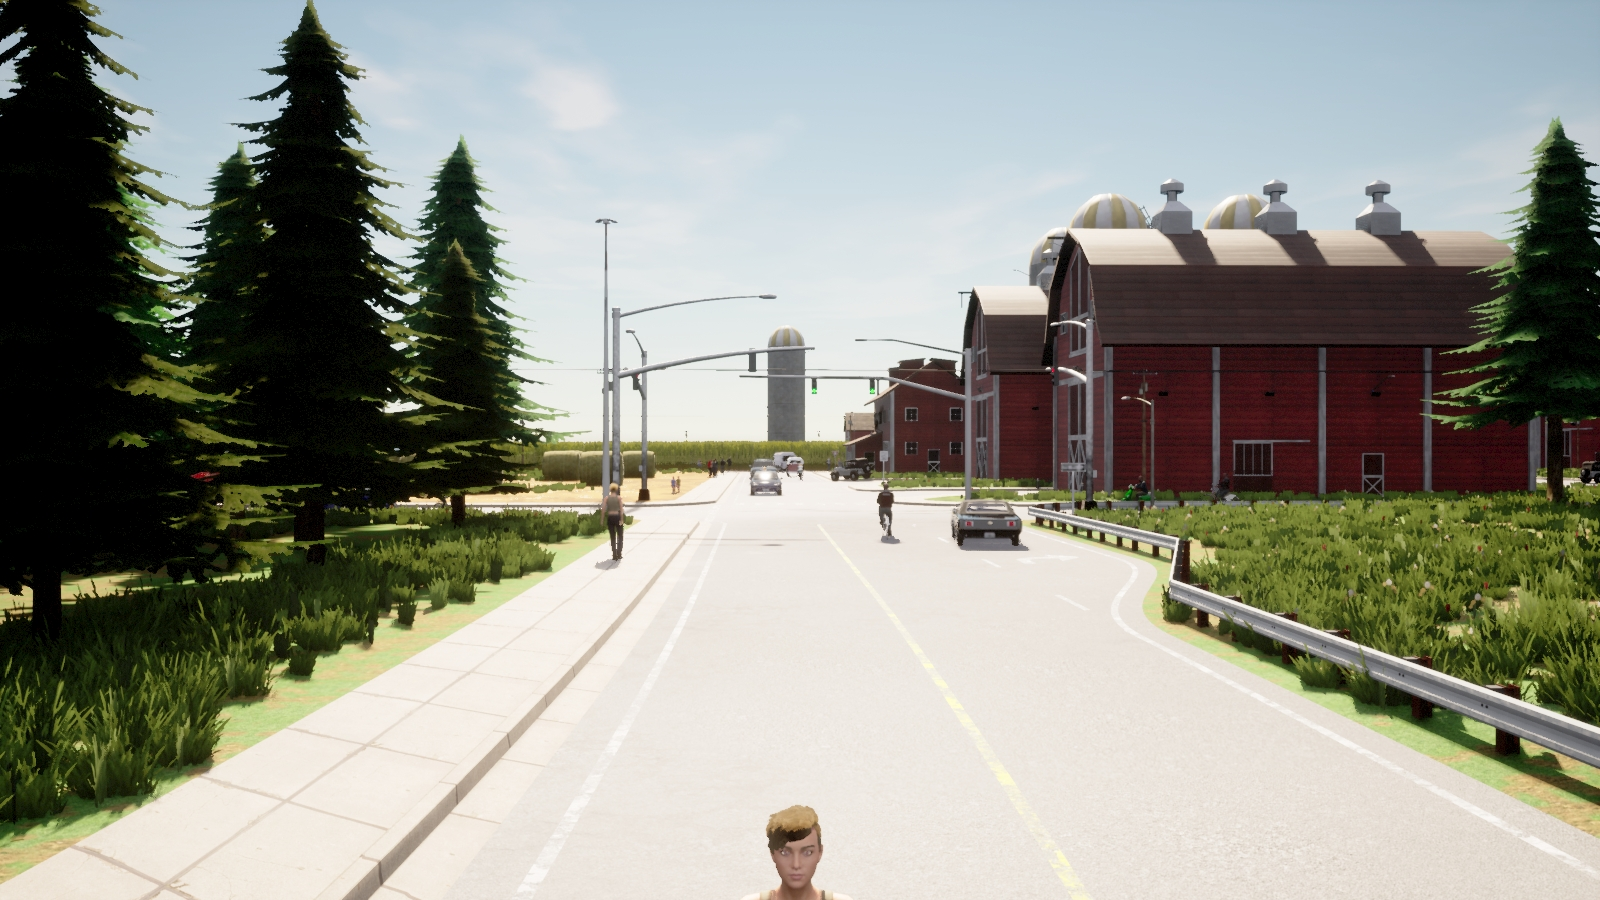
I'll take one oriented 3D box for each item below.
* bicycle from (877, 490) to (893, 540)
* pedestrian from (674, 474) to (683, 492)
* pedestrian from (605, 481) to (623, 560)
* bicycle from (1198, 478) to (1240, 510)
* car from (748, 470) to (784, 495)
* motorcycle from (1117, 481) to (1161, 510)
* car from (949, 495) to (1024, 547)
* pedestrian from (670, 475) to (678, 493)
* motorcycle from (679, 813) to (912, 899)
[{"bbox_3d":[2.684,2.036,36.195,0.329,1.471,1.835,0,0,-2],"label":"bicycle"},{"bbox_3d":[-7.496,2.054,70.412,0.500,1.100,0.500,0,0,-1],"label":"pedestrian"},{"bbox_3d":[-4.413,1.671,27.130,0.375,1.860,0.375,0,0,1],"label":"pedestrian"},{"bbox_3d":[19.794,2.062,53.998,1.835,1.471,0.329,1,0,-1],"label":"bicycle"},{"bbox_3d":[-2.153,2.036,72.119,2.163,1.488,4.792,0,0,-2],"label":"car"},{"bbox_3d":[15.989,2.145,53.899,1.805,1.316,0.856,0,0,-1],"label":"motorcycle"},{"bbox_3d":[5.640,2.131,35.064,1.895,1.301,4.718,0,0,4],"label":"car"},{"bbox_3d":[-7.589,2.054,68.700,0.500,1.100,0.500,0,0,-8],"label":"pedestrian"},{"bbox_3d":[-0.013,2.128,3.456,0.764,1.307,2.356,0,0,0],"label":"motorcycle"}]
